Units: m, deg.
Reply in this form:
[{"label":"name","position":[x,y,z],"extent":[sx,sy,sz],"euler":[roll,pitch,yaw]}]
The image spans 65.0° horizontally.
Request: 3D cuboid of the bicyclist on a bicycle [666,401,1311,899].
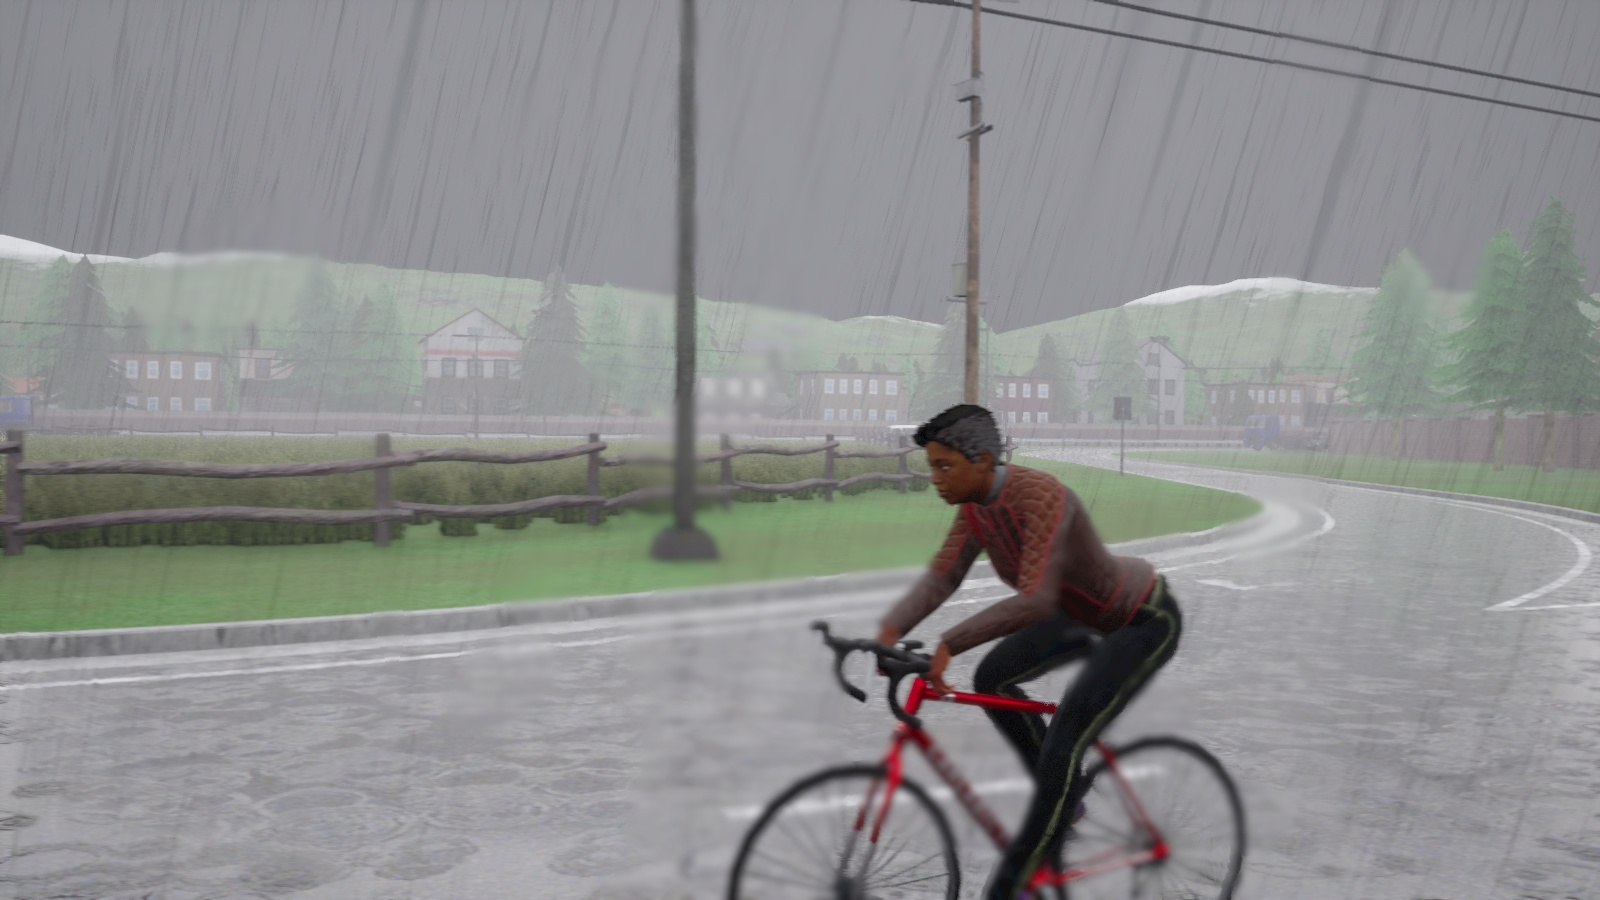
[{"label":"bicyclist on a bicycle","position":[0.527,0.690,3.439],"extent":[1.656,1.620,0.582],"euler":[-1,1,-21]}]
